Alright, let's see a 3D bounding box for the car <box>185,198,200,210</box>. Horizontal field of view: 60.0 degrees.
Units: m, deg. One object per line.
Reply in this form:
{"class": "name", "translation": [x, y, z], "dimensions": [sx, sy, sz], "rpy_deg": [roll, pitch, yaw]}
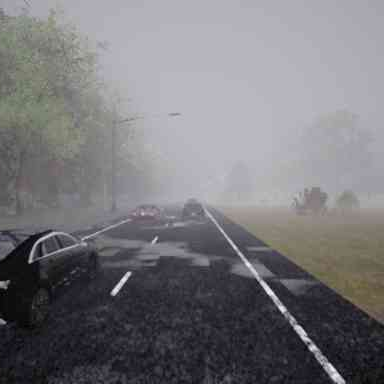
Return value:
{"class": "car", "translation": [0.097, 1.566, 44.901], "dimensions": [1.837, 1.490, 4.892], "rpy_deg": [0, 0, 0]}

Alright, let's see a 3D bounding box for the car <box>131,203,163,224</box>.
{"class": "car", "translation": [-3.344, 1.581, 25.423], "dimensions": [2.033, 1.411, 5.357], "rpy_deg": [0, 0, 1]}

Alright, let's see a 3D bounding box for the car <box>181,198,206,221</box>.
{"class": "car", "translation": [0.112, 1.514, 27.613], "dimensions": [1.882, 1.535, 5.008], "rpy_deg": [0, 0, 0]}

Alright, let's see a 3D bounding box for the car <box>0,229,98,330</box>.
{"class": "car", "translation": [-3.396, 1.500, 6.880], "dimensions": [2.128, 1.511, 4.902], "rpy_deg": [0, 0, 0]}
